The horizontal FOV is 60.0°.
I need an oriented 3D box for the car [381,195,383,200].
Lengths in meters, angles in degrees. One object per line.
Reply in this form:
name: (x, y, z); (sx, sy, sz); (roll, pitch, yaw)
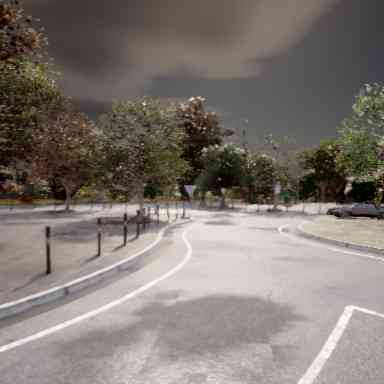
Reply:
car: (40.937, 1.612, 66.706); (2.435, 2.045, 5.566); (2, -1, -42)

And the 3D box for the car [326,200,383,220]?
car: (14.539, 1.608, 28.647); (5.357, 1.411, 2.033); (1, 0, 4)
